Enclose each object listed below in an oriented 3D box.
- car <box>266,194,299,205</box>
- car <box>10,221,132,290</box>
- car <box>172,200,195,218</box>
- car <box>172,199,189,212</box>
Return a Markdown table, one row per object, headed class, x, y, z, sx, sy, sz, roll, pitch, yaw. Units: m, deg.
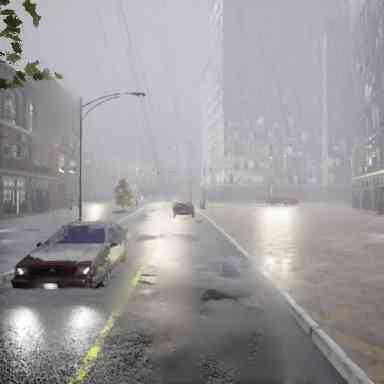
| class | x | y | z | sx | sy | sz | roll | pitch | yaw |
| --- | --- | --- | --- | --- | --- | --- | --- | --- | --- |
| car | 13.939 | 1.201 | 51.523 | 5.009 | 1.841 | 2.192 | 0 | -1 | 15 |
| car | -2.938 | 1.549 | 9.466 | 2.033 | 1.411 | 5.357 | 0 | 0 | -1 |
| car | -0.821 | 1.482 | 30.786 | 1.882 | 1.535 | 5.008 | 0 | 0 | -3 |
| car | -1.504 | 1.607 | 40.661 | 1.895 | 1.301 | 4.718 | 0 | 0 | -4 |
